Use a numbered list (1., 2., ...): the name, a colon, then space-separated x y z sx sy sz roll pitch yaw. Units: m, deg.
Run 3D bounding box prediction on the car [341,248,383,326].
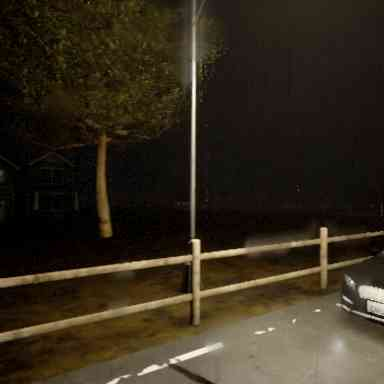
1. car: 4.873 1.555 6.494 4.902 1.511 2.128 1 0 -35
